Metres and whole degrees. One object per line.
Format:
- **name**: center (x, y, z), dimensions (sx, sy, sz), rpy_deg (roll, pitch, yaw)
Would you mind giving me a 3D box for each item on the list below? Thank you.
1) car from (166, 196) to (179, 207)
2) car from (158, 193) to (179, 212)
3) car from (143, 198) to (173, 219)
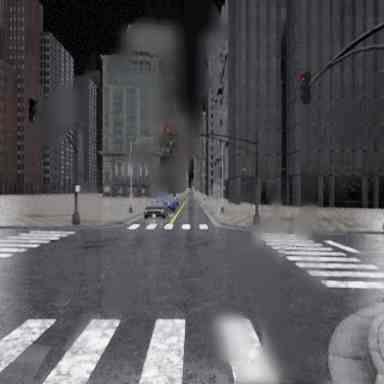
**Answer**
- **car**: center (-3.103, 1.510, 54.235), dimensions (1.882, 1.535, 5.008), rpy_deg (0, 0, 0)
- **car**: center (-3.118, 1.244, 40.321), dimensions (2.150, 2.045, 5.566), rpy_deg (0, 0, 0)
- **car**: center (-3.115, 1.565, 29.875), dimensions (2.033, 1.411, 5.357), rpy_deg (0, 0, 0)
